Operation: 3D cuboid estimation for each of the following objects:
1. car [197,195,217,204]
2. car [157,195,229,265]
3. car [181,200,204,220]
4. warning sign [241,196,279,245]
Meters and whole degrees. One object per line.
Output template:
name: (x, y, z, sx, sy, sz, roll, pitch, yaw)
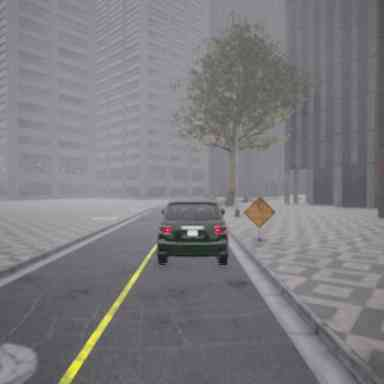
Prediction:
car: (2.796, 1.293, 59.463, 1.812, 1.442, 4.674, 0, 0, 27)
car: (0.042, 1.212, 11.848, 2.150, 2.045, 5.566, 0, 0, 1)
car: (0.058, 1.463, 28.646, 1.812, 1.442, 4.674, 0, 1, 0)
warning sign: (2.728, 1.102, 13.448, 1.300, 1.860, 1.060, 0, 1, 0)
